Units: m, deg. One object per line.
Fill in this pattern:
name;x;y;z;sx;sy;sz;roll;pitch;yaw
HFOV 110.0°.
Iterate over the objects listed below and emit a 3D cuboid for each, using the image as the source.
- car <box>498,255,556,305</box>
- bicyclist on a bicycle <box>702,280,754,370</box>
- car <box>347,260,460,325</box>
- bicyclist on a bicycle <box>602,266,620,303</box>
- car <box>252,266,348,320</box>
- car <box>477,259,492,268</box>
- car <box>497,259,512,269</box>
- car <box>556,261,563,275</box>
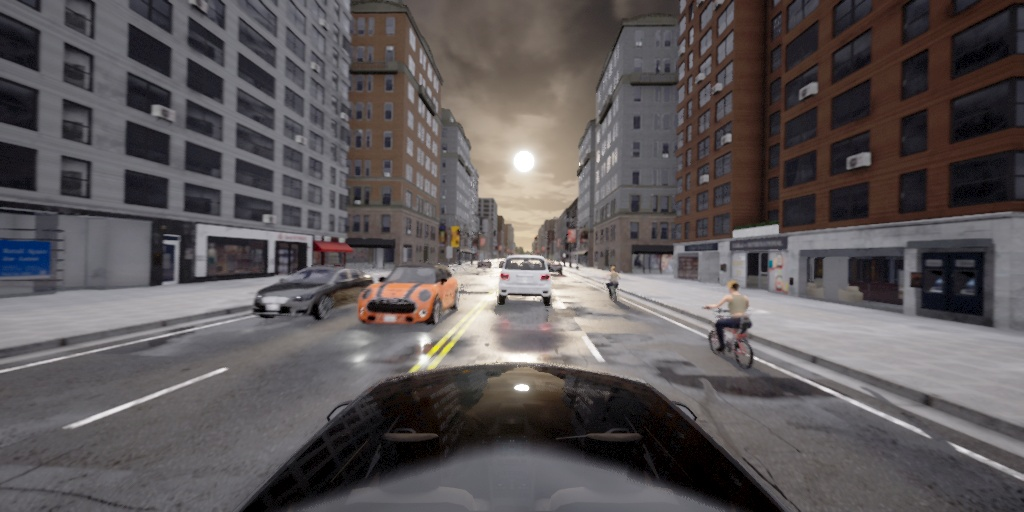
car;0.600;0.982;16.463;2.150;2.045;5.566;1;0;2
bicyclist on a bicycle;4.285;1.275;7.065;0.866;1.612;1.509;1;0;2
car;-3.050;1.037;11.512;2.097;1.767;4.553;1;0;2
bicyclist on a bicycle;4.624;1.281;16.509;0.866;1.612;1.509;1;0;3
car;-6.286;1.109;12.029;2.128;1.511;4.902;1;0;2
car;-4.377;1.237;57.697;1.994;1.385;4.181;1;0;2
car;-1.128;1.284;57.604;2.033;1.411;5.357;1;0;2
car;4.843;1.341;41.817;2.128;1.511;4.902;1;0;3
